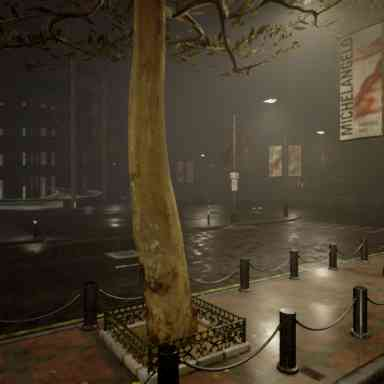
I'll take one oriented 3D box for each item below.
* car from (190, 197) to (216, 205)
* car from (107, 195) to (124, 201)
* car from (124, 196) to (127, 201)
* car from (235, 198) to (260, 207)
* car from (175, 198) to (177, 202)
[{"bbox_3d":[1.879,1.547,58.032,2.033,1.411,5.357,0,0,-38],"label":"car"},{"bbox_3d":[-19.000,1.474,77.400,4.674,1.442,1.812,0,0,12],"label":"car"},{"bbox_3d":[-18.040,1.464,80.766,4.674,1.442,1.812,0,0,12],"label":"car"},{"bbox_3d":[8.026,1.564,49.566,1.994,1.385,4.181,0,0,-35],"label":"car"},{"bbox_3d":[-5.073,1.477,65.902,5.008,1.535,1.882,0,0,41],"label":"car"}]
